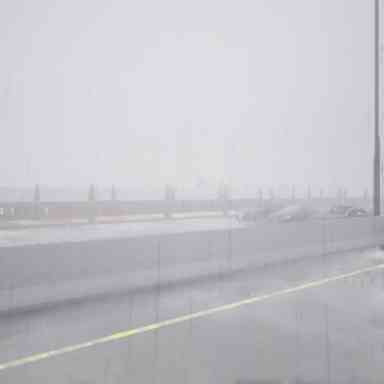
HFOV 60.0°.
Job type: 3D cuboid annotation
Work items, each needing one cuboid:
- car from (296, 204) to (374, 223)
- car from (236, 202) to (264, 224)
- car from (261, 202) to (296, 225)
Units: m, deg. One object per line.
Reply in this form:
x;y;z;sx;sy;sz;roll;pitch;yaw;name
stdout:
8.352;1.498;18.555;4.902;1.511;2.128;0;0;-35;car
5.430;1.498;25.069;4.902;1.511;2.128;0;0;-36;car
7.011;1.532;21.898;4.674;1.442;1.812;0;0;-35;car
